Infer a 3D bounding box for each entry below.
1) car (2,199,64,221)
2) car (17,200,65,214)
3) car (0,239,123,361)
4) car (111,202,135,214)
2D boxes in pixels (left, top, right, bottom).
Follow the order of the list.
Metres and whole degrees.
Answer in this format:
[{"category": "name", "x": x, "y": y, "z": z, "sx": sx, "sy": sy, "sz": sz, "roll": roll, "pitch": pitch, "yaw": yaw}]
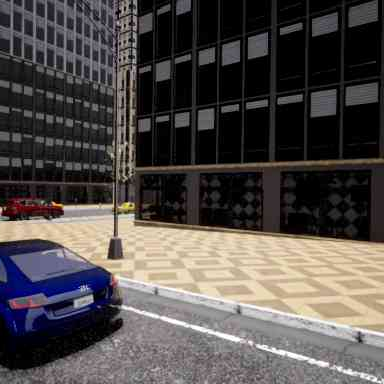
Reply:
[{"category": "car", "x": -13.835, "y": 1.520, "z": 29.184, "sx": 2.192, "sy": 1.841, "sz": 5.009, "roll": 1, "pitch": 0, "yaw": 36}, {"category": "car", "x": -17.367, "y": 1.643, "z": 38.546, "sx": 1.752, "sy": 1.417, "sz": 4.829, "roll": 1, "pitch": 0, "yaw": 36}, {"category": "car", "x": -3.235, "y": 1.561, "z": 5.973, "sx": 4.181, "sy": 1.385, "sz": 1.994, "roll": 0, "pitch": 0, "yaw": 34}, {"category": "car", "x": -7.071, "y": 1.830, "z": 38.420, "sx": 1.752, "sy": 1.417, "sz": 4.829, "roll": 1, "pitch": 0, "yaw": 36}]
